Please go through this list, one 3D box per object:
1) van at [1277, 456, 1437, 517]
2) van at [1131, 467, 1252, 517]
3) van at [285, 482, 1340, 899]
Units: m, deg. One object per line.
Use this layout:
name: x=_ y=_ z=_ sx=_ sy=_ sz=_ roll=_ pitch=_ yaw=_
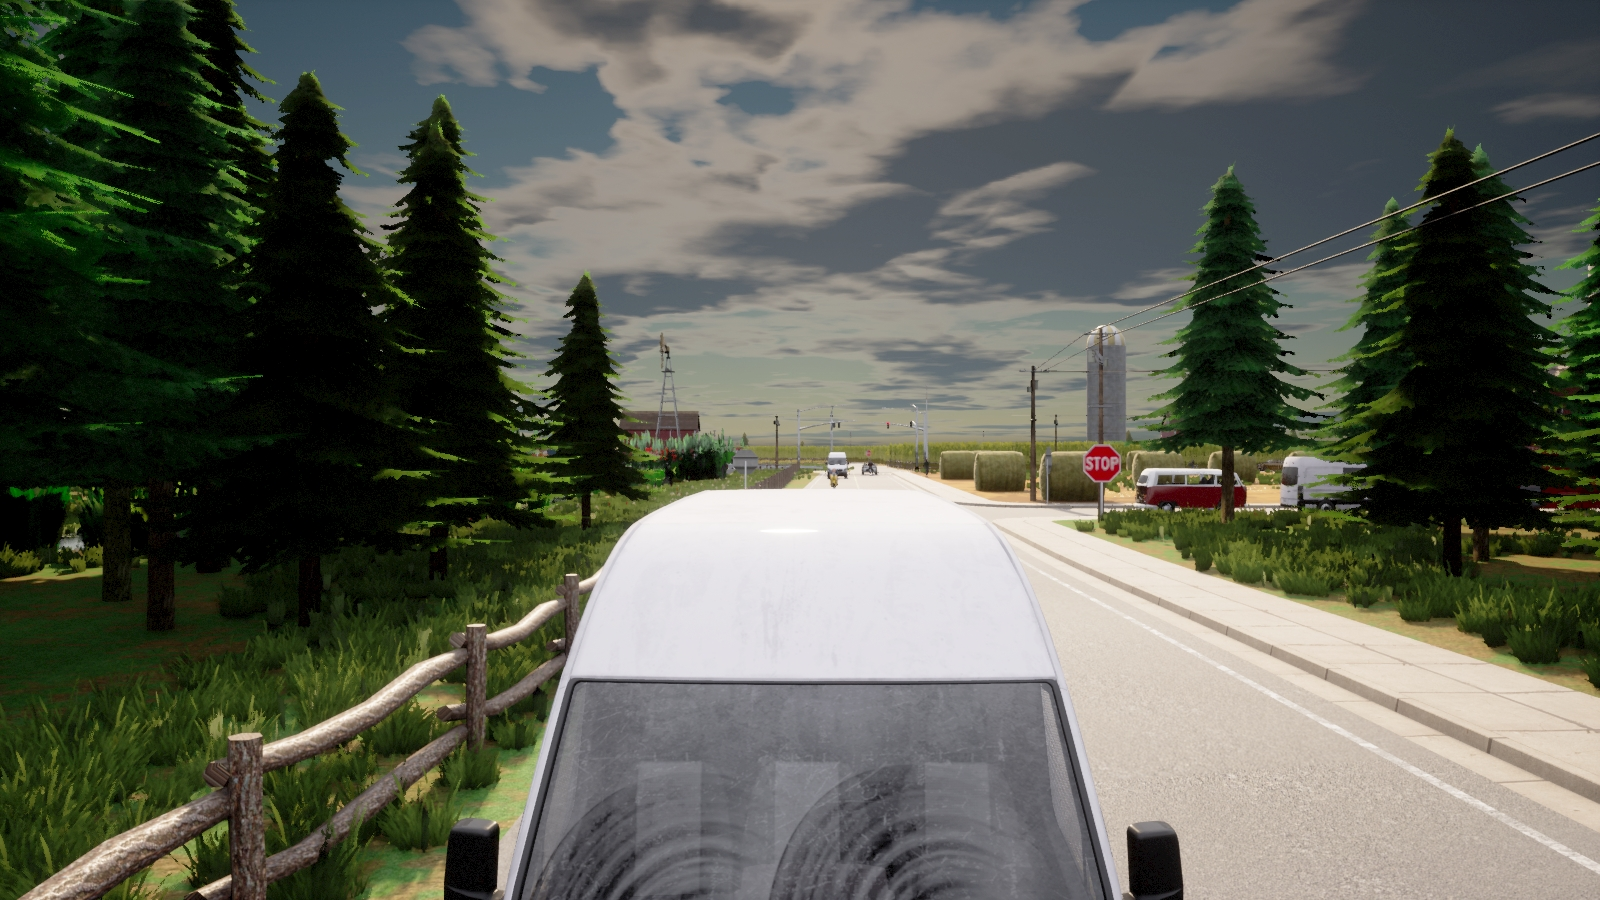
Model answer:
van: x=23.869 y=1.534 z=49.092 sx=5.915 sy=2.561 sz=1.988 roll=0 pitch=0 yaw=-1
van: x=16.767 y=1.783 z=49.041 sx=4.480 sy=2.038 sz=2.069 roll=0 pitch=0 yaw=0
van: x=0.056 y=1.508 z=5.110 sx=1.988 sy=2.561 sz=5.915 roll=0 pitch=0 yaw=1
